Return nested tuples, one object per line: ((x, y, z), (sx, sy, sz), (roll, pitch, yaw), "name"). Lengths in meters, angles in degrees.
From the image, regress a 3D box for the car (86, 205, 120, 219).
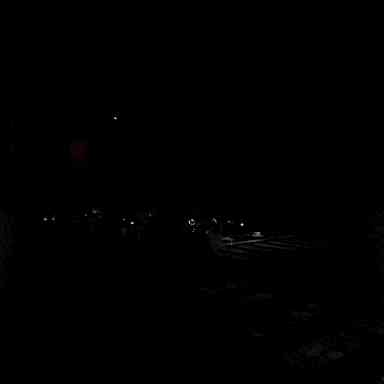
((-10.422, 2.229, 38.810), (2.033, 1.411, 5.357), (0, -1, -36), "car")

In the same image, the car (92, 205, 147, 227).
((-6.052, 2.009, 27.299), (2.033, 1.411, 5.357), (0, -1, -35), "car")

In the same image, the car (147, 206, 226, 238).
((-0.474, 1.636, 19.645), (2.097, 1.767, 4.553), (0, -1, -36), "car")

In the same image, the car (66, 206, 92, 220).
((-11.887, 2.213, 35.311), (1.994, 1.385, 4.181), (0, -1, -36), "car")

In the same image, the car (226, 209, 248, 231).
((1.628, 1.800, 22.280), (1.837, 1.490, 4.892), (0, -1, -36), "car")

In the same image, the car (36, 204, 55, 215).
((-21.331, 2.454, 48.399), (2.128, 1.511, 4.902), (0, -1, -36), "car")

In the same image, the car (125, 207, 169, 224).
((-4.201, 2.081, 30.271), (1.895, 1.301, 4.718), (0, -1, -36), "car")
